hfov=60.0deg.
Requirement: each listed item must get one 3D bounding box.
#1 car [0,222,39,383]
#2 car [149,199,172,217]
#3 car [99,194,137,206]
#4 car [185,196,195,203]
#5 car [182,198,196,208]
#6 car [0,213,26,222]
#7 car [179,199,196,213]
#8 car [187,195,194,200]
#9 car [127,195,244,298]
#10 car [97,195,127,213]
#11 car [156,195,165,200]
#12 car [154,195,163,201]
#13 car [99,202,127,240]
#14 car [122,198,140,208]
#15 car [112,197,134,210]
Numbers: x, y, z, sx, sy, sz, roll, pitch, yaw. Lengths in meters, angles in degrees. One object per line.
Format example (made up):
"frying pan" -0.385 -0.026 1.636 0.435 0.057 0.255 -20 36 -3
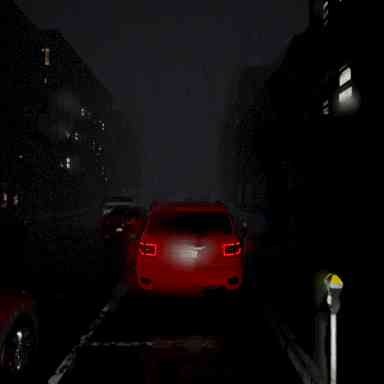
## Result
"car" -3.052 1.353 2.528 2.097 1.767 4.553 0 0 0
"car" -3.050 1.505 32.808 1.837 1.490 4.892 0 0 0
"car" -6.243 1.221 29.312 2.150 2.045 5.566 0 0 0
"car" -0.453 1.545 70.970 2.008 1.369 4.403 0 0 0
"car" -0.454 1.543 48.426 1.887 1.381 4.507 0 0 0
"car" -8.835 1.583 14.612 1.802 1.307 4.206 0 0 0
"car" -0.454 1.525 37.323 1.752 1.417 4.829 0 0 0
"car" -0.452 1.513 93.685 1.752 1.417 4.829 0 0 0
"car" -0.038 1.229 8.679 2.150 2.045 5.566 0 0 0
"car" -8.833 1.314 37.157 2.192 1.841 5.009 0 0 0
"car" -8.834 1.539 93.519 2.008 1.369 4.403 0 0 0
"car" -8.834 1.541 87.882 2.008 1.369 4.403 0 0 0
"car" -3.146 1.478 16.904 1.882 1.535 5.008 0 0 0
"car" -8.834 1.543 48.430 1.887 1.381 4.507 0 0 0
"car" -8.834 1.439 42.793 1.967 1.590 4.097 0 0 0
